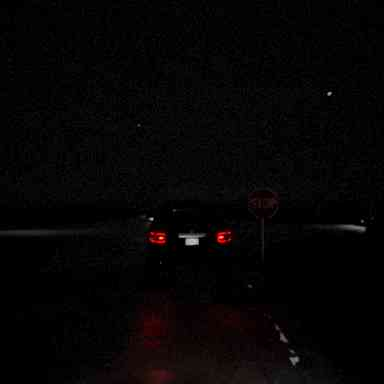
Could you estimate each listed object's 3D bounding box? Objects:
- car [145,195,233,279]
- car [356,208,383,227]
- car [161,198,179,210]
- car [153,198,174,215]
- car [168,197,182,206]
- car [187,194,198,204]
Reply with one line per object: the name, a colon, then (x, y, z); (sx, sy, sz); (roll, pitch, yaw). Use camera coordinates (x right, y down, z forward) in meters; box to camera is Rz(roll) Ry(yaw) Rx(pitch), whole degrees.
car: (-0.253, 1.213, 10.215); (2.150, 2.045, 5.566); (0, 0, -6)
car: (13.666, 1.509, 21.541); (5.357, 1.411, 2.033); (0, -1, -1)
car: (-2.836, 1.524, 44.714); (2.033, 1.411, 5.357); (0, 0, 0)
car: (-2.798, 1.457, 34.046); (1.882, 1.535, 5.008); (0, 0, -2)
car: (-2.818, 1.519, 56.802); (2.033, 1.411, 5.357); (0, 0, 0)
car: (0.029, 1.317, 65.883); (2.097, 1.767, 4.553); (0, 0, 0)
